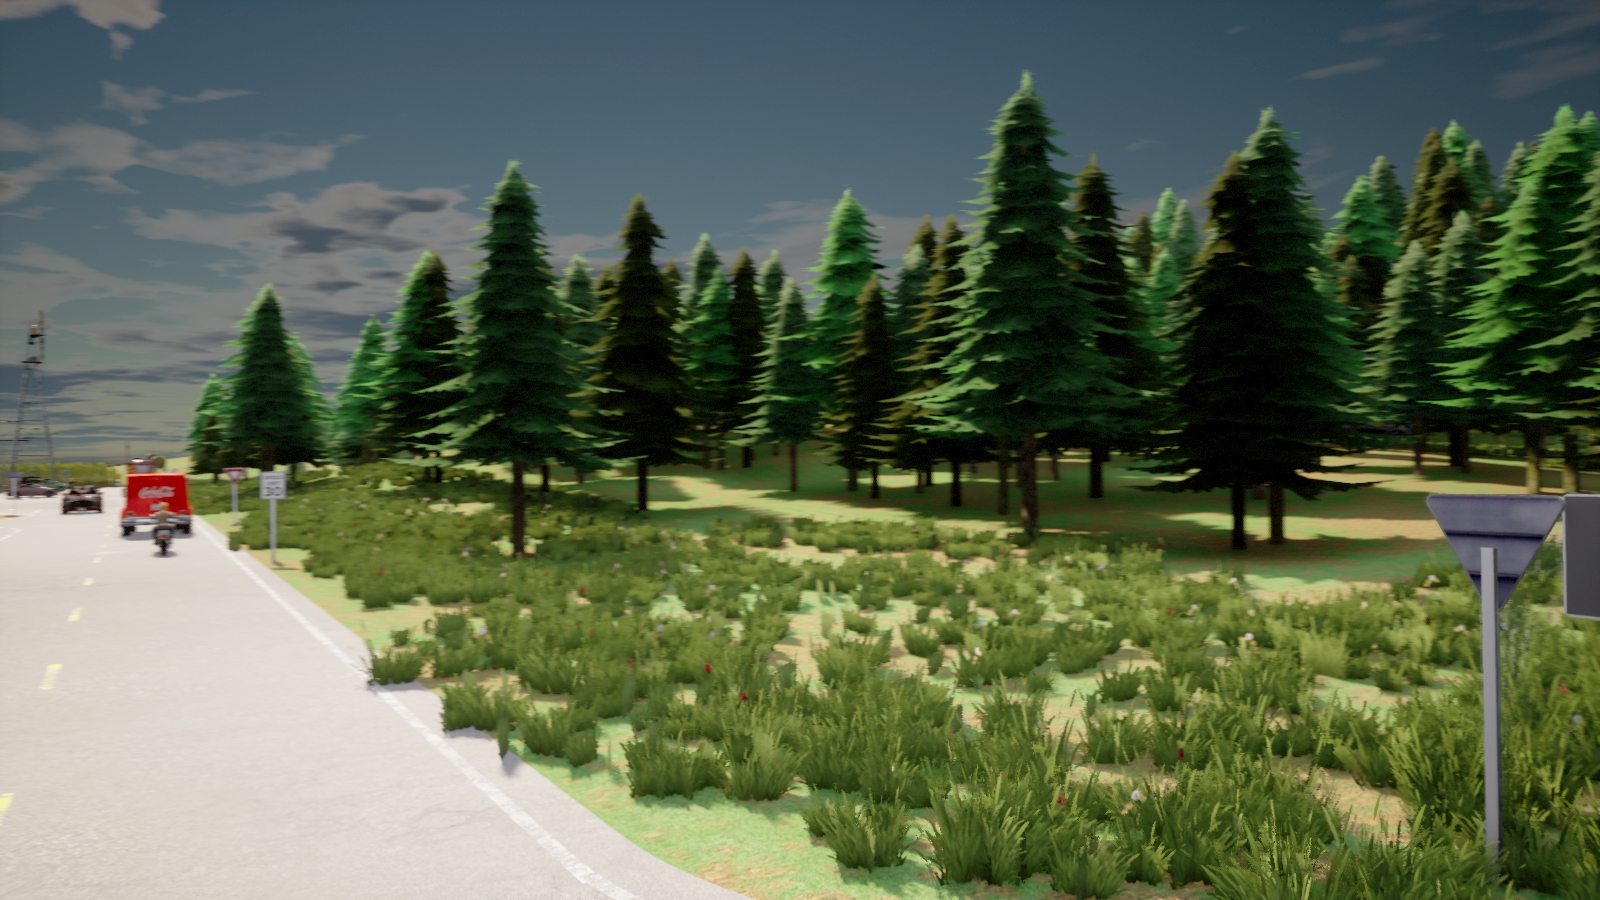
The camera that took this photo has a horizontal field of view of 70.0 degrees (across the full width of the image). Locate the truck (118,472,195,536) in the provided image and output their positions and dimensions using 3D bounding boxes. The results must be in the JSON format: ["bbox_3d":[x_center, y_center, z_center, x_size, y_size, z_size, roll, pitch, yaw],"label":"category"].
[{"bbox_3d":[-26.884,2.179,47.698,2.627,2.467,5.204,-1,-1,-30],"label":"truck"}]
